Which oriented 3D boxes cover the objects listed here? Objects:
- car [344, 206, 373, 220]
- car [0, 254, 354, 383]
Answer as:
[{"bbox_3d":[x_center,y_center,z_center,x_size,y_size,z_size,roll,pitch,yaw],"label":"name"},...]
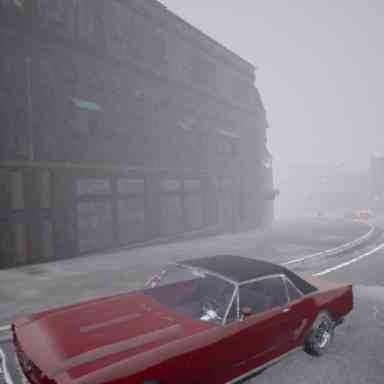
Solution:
[{"bbox_3d":[21.365,2.600,42.827,2.097,1.767,4.553,-2,-3,6],"label":"car"},{"bbox_3d":[0.190,1.626,4.435,4.718,1.301,1.895,0,-1,-39],"label":"car"}]
